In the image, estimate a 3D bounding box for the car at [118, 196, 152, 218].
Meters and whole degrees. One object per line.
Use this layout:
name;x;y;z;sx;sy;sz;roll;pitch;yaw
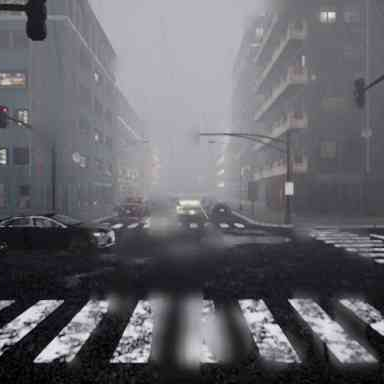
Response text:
car;-5.327;1.328;30.238;2.192;1.841;5.009;0;0;0

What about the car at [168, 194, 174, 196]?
car;-2.859;1.540;52.832;1.812;1.442;4.674;0;0;0

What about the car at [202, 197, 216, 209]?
car;2.547;1.596;41.347;1.802;1.307;4.206;0;0;0

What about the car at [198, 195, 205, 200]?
car;2.523;1.549;91.315;1.887;1.381;4.507;0;0;0

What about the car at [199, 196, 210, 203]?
car;2.534;1.563;69.107;2.008;1.369;4.403;0;0;0

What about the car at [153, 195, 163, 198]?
car;-5.335;1.559;46.894;1.887;1.381;4.507;0;0;0

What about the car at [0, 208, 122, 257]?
car;-5.441;1.547;12.576;4.902;1.511;2.128;-1;0;0

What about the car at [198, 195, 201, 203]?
car;2.540;1.454;58.002;1.967;1.590;4.097;0;0;0

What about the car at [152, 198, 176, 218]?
car;-2.864;1.560;30.559;2.033;1.411;5.357;0;0;0

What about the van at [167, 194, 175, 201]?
van;-5.354;1.348;85.758;1.690;1.788;3.998;0;0;0

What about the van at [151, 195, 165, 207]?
van;-5.338;1.355;52.446;1.690;1.788;3.998;0;0;0

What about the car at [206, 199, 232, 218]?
car;2.553;1.578;30.243;1.947;1.339;4.313;0;0;0

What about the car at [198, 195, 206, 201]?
car;2.526;1.552;85.763;1.887;1.381;4.507;0;0;0

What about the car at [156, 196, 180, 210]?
car;-2.868;1.561;41.174;2.033;1.411;5.357;0;0;0

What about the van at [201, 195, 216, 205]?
van;2.545;1.355;46.899;1.690;1.788;3.998;0;0;0
